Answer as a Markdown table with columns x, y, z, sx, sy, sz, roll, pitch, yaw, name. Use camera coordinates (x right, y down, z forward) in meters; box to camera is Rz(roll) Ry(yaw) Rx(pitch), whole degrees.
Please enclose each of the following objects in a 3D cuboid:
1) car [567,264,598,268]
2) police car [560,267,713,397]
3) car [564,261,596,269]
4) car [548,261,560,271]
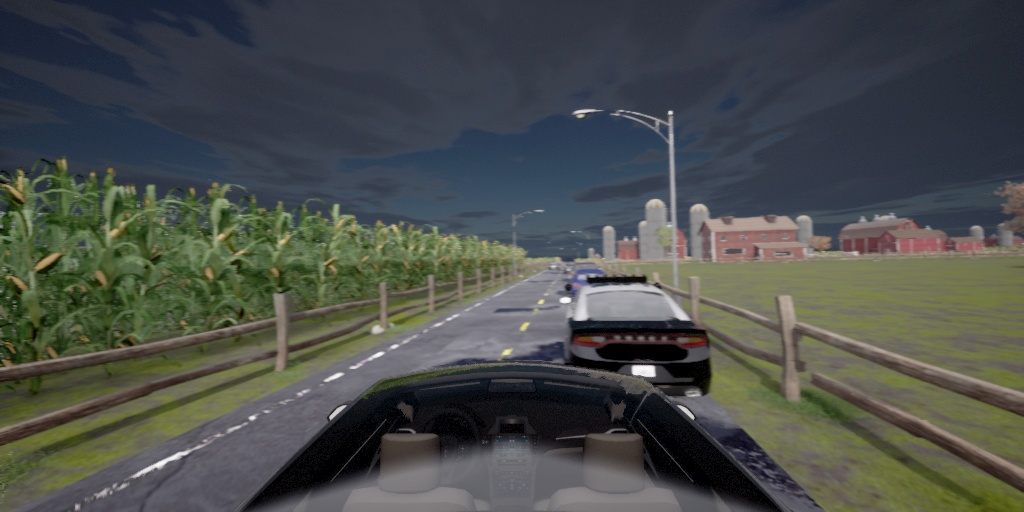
| x | y | z | sx | sy | sz | roll | pitch | yaw | name |
| --- | --- | --- | --- | --- | --- | --- | --- | --- | --- |
| 3.575 | 1.310 | 16.546 | 1.812 | 1.442 | 4.674 | -2 | -1 | 9 | car |
| 1.966 | 1.167 | 6.788 | 1.930 | 1.638 | 5.238 | -2 | -1 | 9 | police car |
| 4.538 | 1.160 | 22.439 | 2.097 | 1.767 | 4.553 | -2 | -1 | 9 | car |
| 6.992 | 1.614 | 59.315 | 2.128 | 1.511 | 4.902 | -2 | -1 | 9 | car |
